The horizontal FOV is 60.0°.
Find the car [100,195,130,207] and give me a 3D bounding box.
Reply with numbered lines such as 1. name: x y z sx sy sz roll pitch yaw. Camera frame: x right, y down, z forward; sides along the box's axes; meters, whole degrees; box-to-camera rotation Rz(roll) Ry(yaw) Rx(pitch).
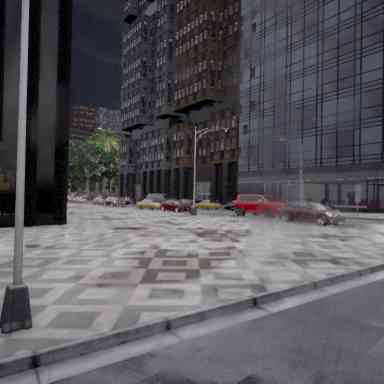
1. car: -11.283 1.386 48.573 1.967 1.590 4.097 2 -1 -36

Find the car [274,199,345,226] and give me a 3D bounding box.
1. car: 7.866 1.367 21.826 1.967 1.590 4.097 2 -1 -37

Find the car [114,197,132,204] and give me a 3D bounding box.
1. car: -13.933 1.736 66.911 1.947 1.339 4.313 2 -1 -36

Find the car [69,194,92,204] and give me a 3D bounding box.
1. car: -20.769 1.472 61.820 1.752 1.417 4.829 2 -1 -36

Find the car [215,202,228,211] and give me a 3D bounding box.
1. car: 5.231 1.726 40.141 1.947 1.339 4.313 2 -1 -36

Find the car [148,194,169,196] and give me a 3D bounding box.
1. car: -3.984 1.234 42.983 2.150 2.045 5.566 2 -1 -35

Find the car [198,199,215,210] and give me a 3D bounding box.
1. car: 1.938 1.689 44.742 1.752 1.417 4.829 2 -1 -36

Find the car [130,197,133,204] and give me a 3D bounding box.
1. car: -11.414 1.624 58.650 1.812 1.442 4.674 2 -1 -36

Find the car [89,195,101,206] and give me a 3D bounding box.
1. car: -14.480 1.528 53.033 1.802 1.307 4.206 2 -1 -36

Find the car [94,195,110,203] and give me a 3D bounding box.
1. car: -20.492 1.512 75.438 2.097 1.767 4.553 2 -1 -36

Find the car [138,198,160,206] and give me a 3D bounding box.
1. car: -7.545 1.721 57.988 2.008 1.369 4.403 2 -1 -36

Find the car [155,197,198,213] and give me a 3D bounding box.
1. car: -1.701 1.481 35.185 1.887 1.381 4.507 2 -1 -36

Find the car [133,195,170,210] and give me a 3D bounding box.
1. car: -4.796 1.465 39.509 1.752 1.417 4.829 2 -1 -36

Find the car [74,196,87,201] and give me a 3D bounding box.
1. car: -30.000 1.693 89.356 1.752 1.417 4.829 2 -1 -36

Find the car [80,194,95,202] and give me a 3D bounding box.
1. car: -26.703 1.483 84.760 2.192 1.841 5.009 2 -1 -36

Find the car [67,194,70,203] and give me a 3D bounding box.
1. car: -24.060 1.386 66.422 1.967 1.590 4.097 2 -1 -36

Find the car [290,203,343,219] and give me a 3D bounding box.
1. car: 11.618 1.719 31.219 1.947 1.339 4.313 2 -1 -36

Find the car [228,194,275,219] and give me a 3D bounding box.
1. car: 6.064 1.223 28.925 2.150 2.045 5.566 2 -1 -36

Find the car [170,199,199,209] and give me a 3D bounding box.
1. car: -1.157 1.717 49.064 2.008 1.369 4.403 2 -1 -36
